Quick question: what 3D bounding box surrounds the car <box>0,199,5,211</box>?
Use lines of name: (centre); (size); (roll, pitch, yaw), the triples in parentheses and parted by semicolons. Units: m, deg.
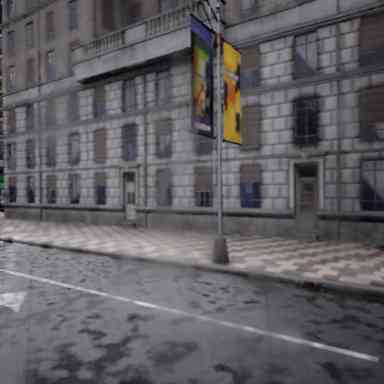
car: (-24.140, 1.246, 38.631); (2.150, 2.045, 5.566); (0, 0, 35)
